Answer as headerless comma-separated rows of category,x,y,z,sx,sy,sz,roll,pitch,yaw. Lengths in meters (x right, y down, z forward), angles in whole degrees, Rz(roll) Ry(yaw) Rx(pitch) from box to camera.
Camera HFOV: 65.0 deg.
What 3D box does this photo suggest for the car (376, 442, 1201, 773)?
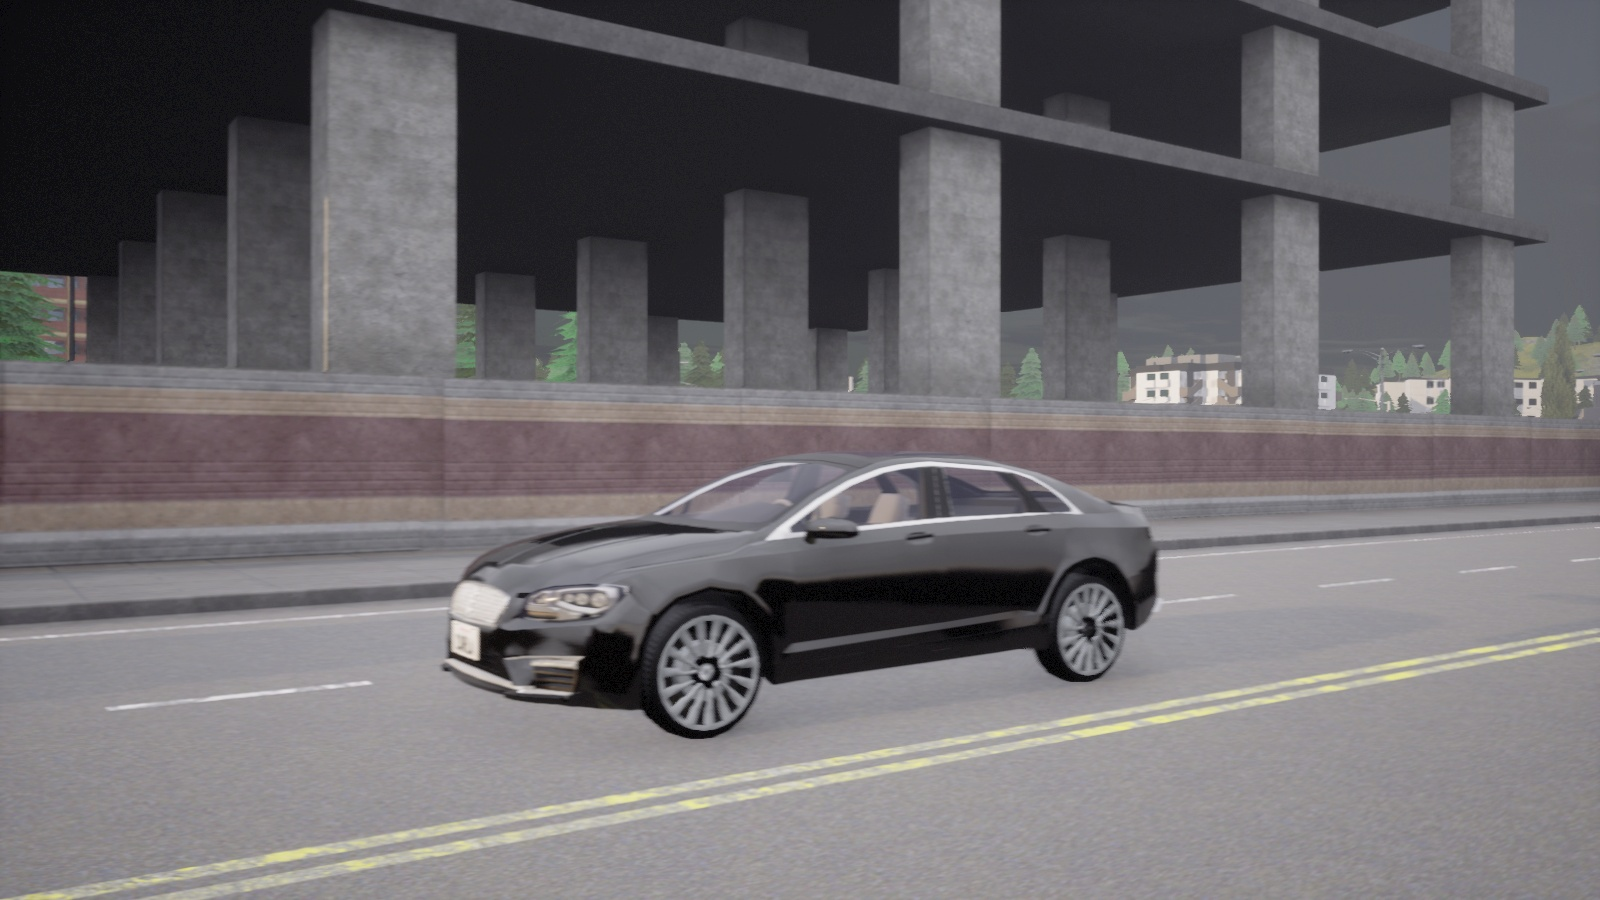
car,0.102,0.720,7.994,4.902,1.511,2.128,0,0,-35
